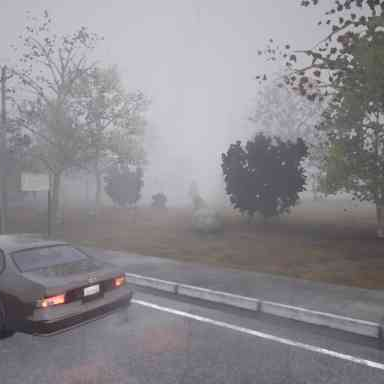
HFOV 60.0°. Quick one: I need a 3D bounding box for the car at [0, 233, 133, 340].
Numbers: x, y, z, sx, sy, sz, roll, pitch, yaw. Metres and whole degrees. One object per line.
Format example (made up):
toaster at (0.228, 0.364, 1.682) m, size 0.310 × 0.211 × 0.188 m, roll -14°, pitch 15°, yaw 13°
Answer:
car at (-3.579, 1.547, 6.535) m, size 5.357 × 1.411 × 2.033 m, roll 0°, pitch 0°, yaw 35°
